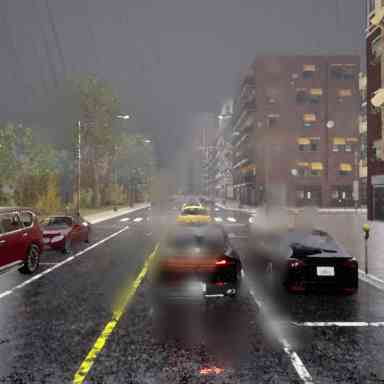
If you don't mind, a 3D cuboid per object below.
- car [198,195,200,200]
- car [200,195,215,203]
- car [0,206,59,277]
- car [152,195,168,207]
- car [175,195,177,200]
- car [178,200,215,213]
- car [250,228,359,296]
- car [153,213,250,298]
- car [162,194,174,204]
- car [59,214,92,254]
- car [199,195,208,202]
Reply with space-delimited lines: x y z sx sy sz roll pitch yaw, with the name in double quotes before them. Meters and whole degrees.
"car" 2.693 1.621 69.376 1.802 1.307 4.206 1 0 0
"car" 2.664 1.574 52.327 2.008 1.369 4.403 1 0 0
"car" -5.292 1.317 7.767 2.192 1.841 5.009 1 0 0
"car" -5.218 1.568 51.537 1.887 1.381 4.507 1 0 0
"car" -5.159 1.609 85.593 2.008 1.369 4.403 1 0 0
"car" 0.132 1.461 19.060 1.801 1.575 5.366 0 0 0
"car" 2.587 1.568 8.510 1.947 1.339 4.313 1 0 0
"car" 0.114 1.507 8.526 1.837 1.490 4.892 0 0 0
"car" -5.196 1.348 62.889 2.192 1.841 5.009 1 0 0
"car" -5.285 1.585 13.422 1.802 1.307 4.206 1 0 0
"car" 2.714 1.492 80.743 1.967 1.590 4.097 1 0 0
